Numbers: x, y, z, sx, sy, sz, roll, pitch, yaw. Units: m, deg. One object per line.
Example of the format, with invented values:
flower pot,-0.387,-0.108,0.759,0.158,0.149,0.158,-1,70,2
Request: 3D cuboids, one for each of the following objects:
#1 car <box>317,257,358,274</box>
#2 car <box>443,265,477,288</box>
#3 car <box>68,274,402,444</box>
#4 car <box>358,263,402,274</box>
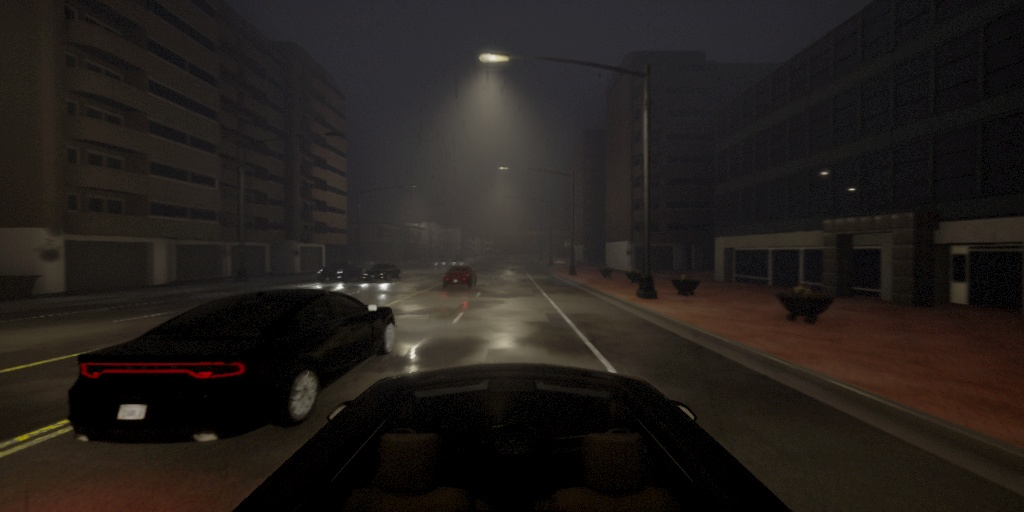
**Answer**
car,-14.111,1.183,29.666,2.097,1.767,4.553,0,0,0
car,-3.430,1.332,24.061,1.812,1.442,4.674,0,0,0
car,-3.412,1.241,5.702,1.882,1.535,5.008,0,0,0
car,-10.613,1.333,29.696,1.837,1.490,4.892,0,0,0
